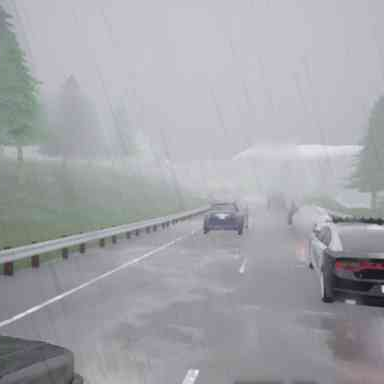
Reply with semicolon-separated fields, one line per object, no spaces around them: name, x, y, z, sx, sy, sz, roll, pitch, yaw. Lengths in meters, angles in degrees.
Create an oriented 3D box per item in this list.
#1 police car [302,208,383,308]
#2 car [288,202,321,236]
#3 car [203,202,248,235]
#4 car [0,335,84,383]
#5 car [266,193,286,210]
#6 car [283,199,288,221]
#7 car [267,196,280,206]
police car;3.945;1.418;8.046;1.930;1.638;5.238;0;0;15
car;6.357;1.508;17.767;1.812;1.442;4.674;0;0;13
car;2.049;1.331;19.057;2.097;1.767;4.553;0;0;13
car;-2.577;1.545;0.969;2.033;1.411;5.357;0;0;15
car;10.687;1.177;42.279;2.150;2.045;5.566;0;0;12
car;7.725;1.481;23.686;1.837;1.490;4.892;0;0;13
car;13.398;1.490;54.915;2.033;1.411;5.357;0;0;12
